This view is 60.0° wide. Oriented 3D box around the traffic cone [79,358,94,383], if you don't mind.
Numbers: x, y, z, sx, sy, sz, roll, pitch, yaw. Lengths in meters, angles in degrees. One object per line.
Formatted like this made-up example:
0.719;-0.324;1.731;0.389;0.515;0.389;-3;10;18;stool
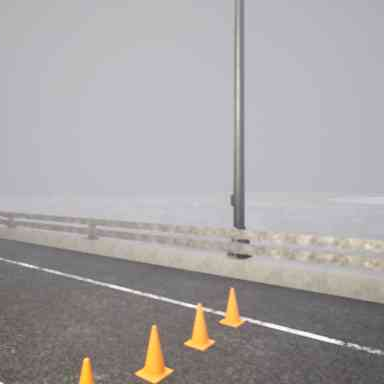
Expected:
-1.052;1.952;3.311;0.340;0.580;0.340;0;0;36;traffic cone

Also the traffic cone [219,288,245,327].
0.694;1.953;5.750;0.340;0.580;0.340;0;0;36;traffic cone

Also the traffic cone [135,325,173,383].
-0.470;1.952;4.124;0.340;0.580;0.340;0;0;36;traffic cone

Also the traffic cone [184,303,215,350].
0.112;1.953;4.937;0.340;0.580;0.340;0;0;36;traffic cone
